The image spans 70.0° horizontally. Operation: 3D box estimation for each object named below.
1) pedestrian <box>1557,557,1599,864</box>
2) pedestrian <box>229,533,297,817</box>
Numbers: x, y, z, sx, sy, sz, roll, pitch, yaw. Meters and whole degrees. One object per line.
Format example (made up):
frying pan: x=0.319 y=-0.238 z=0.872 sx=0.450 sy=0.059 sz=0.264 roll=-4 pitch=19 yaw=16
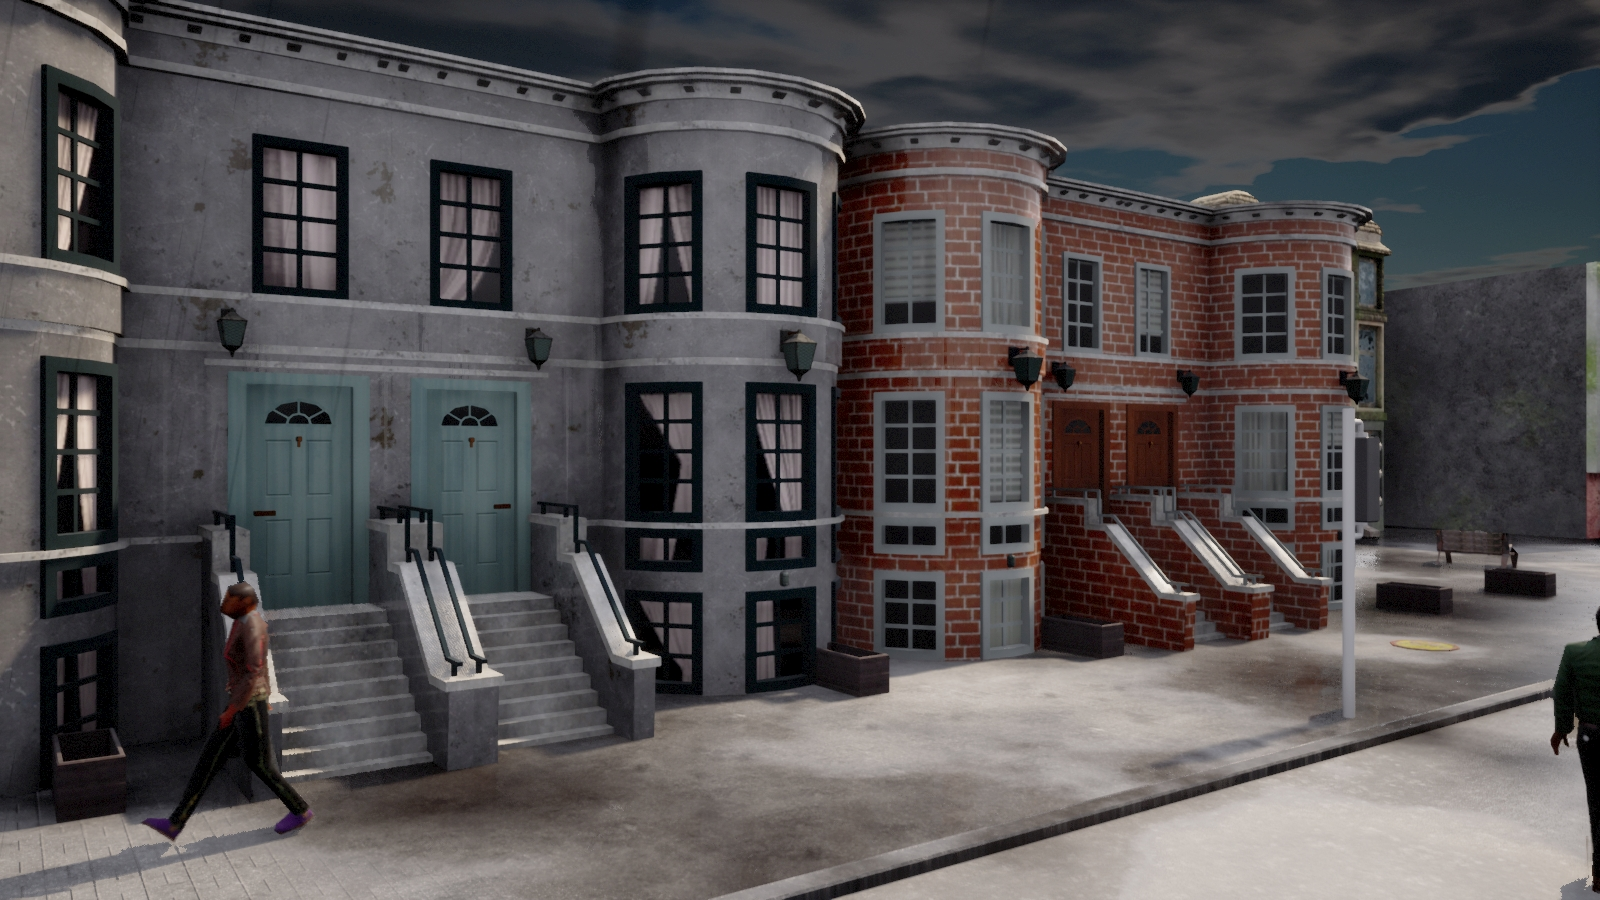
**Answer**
pedestrian: x=5.089 y=1.628 z=7.209 sx=0.375 sy=1.860 sz=0.375 roll=0 pitch=0 yaw=-24
pedestrian: x=-3.717 y=1.524 z=7.906 sx=0.375 sy=1.860 sz=0.375 roll=0 pitch=0 yaw=-34
